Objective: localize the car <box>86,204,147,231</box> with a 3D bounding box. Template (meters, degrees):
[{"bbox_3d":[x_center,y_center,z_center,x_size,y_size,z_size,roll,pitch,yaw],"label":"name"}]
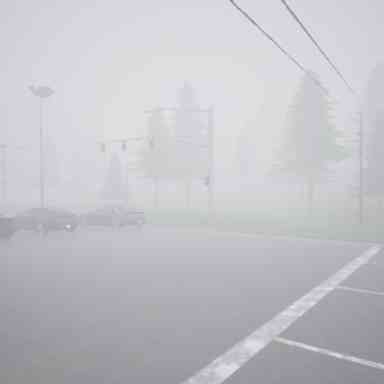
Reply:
[{"bbox_3d":[-4.971,1.506,20.442,4.902,1.511,2.128,0,0,36],"label":"car"}]

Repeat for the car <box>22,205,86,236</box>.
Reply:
[{"bbox_3d":[-8.340,1.521,18.547,4.892,1.490,1.837,0,0,36],"label":"car"}]

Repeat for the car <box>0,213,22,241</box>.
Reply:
[{"bbox_3d":[-10.344,1.493,15.676,5.008,1.535,1.882,0,0,35],"label":"car"}]
